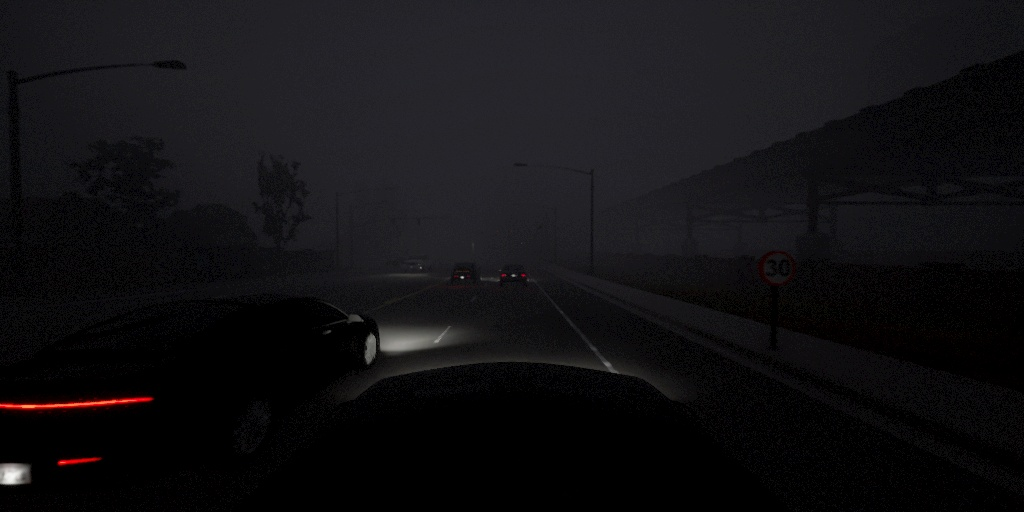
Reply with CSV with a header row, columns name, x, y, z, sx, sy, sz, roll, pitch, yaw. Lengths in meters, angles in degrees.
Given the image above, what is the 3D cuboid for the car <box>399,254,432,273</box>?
name,x,y,z,sx,sy,sz,roll,pitch,yaw
car,-10.549,0.796,40.450,2.150,2.045,5.566,0,0,0

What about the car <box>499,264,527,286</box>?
name,x,y,z,sx,sy,sz,roll,pitch,yaw
car,0.090,1.255,24.891,2.033,1.411,5.357,0,0,0

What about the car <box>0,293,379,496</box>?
name,x,y,z,sx,sy,sz,roll,pitch,yaw
car,-3.402,1.251,4.856,1.837,1.490,4.892,0,-1,0

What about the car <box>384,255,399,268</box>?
name,x,y,z,sx,sy,sz,roll,pitch,yaw
car,-14.019,0.652,43.809,1.837,1.490,4.892,0,1,0

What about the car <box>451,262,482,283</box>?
name,x,y,z,sx,sy,sz,roll,pitch,yaw
car,-3.410,1.200,27.001,1.837,1.490,4.892,0,0,0
